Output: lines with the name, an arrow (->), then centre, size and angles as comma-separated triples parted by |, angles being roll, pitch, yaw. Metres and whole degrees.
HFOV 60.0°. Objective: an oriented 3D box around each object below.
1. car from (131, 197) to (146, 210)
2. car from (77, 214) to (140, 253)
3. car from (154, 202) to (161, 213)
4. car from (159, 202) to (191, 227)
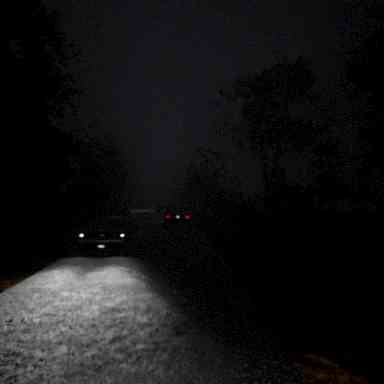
car -> -9.164, 1.932, 57.144 | 2.150, 2.045, 5.566 | 1, -2, -10
car -> -3.345, 1.645, 14.030 | 1.895, 1.301, 4.718 | 0, 0, -4
car -> -3.647, 1.949, 42.446 | 1.812, 1.442, 4.674 | 0, -1, -9
car -> -1.171, 1.687, 24.029 | 2.033, 1.411, 5.357 | 0, -1, -6
